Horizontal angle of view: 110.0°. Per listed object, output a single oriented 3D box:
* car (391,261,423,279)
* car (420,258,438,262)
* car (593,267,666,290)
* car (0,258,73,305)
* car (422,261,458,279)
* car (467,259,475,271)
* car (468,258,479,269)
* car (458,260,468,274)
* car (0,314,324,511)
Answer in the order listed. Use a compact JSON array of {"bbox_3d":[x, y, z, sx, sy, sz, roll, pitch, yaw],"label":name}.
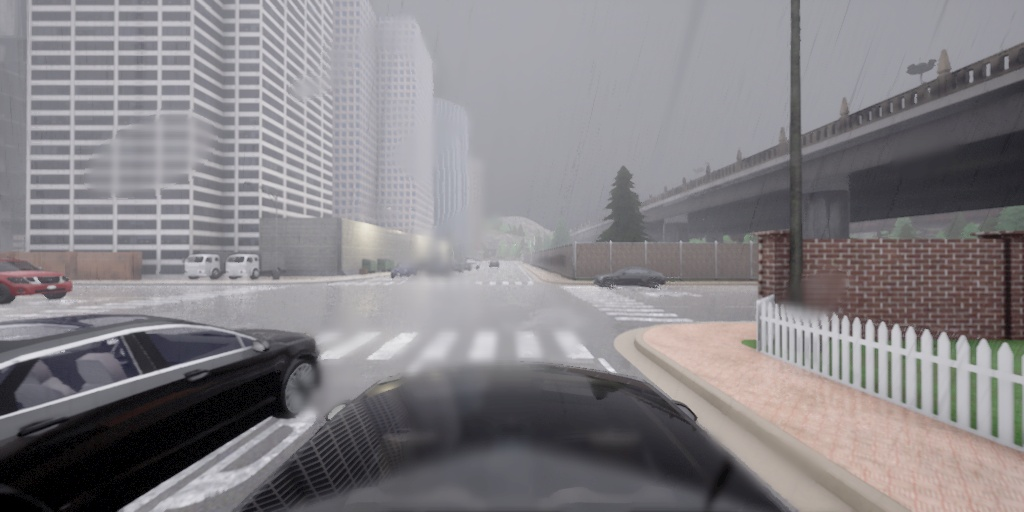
[{"bbox_3d":[-10.647,1.460,36.001,1.812,1.442,4.674,0,0,0],"label":"car"},{"bbox_3d":[-10.662,1.209,45.705,2.150,2.045,5.566,0,0,0],"label":"car"},{"bbox_3d":[7.836,1.452,24.020,4.674,1.442,1.812,0,0,2],"label":"car"},{"bbox_3d":[-24.166,1.106,16.691,5.566,2.045,2.150,0,0,0],"label":"car"},{"bbox_3d":[-7.146,1.483,36.207,2.033,1.411,5.357,0,0,0],"label":"car"},{"bbox_3d":[-7.154,1.595,53.842,1.994,1.385,4.181,0,0,0],"label":"car"},{"bbox_3d":[-7.106,1.311,64.490,2.150,2.045,5.566,0,0,0],"label":"car"},{"bbox_3d":[-7.160,1.550,45.445,1.994,1.385,4.181,0,0,0],"label":"car"},{"bbox_3d":[-3.560,1.248,3.037,2.128,1.511,4.902,0,0,1],"label":"car"}]
